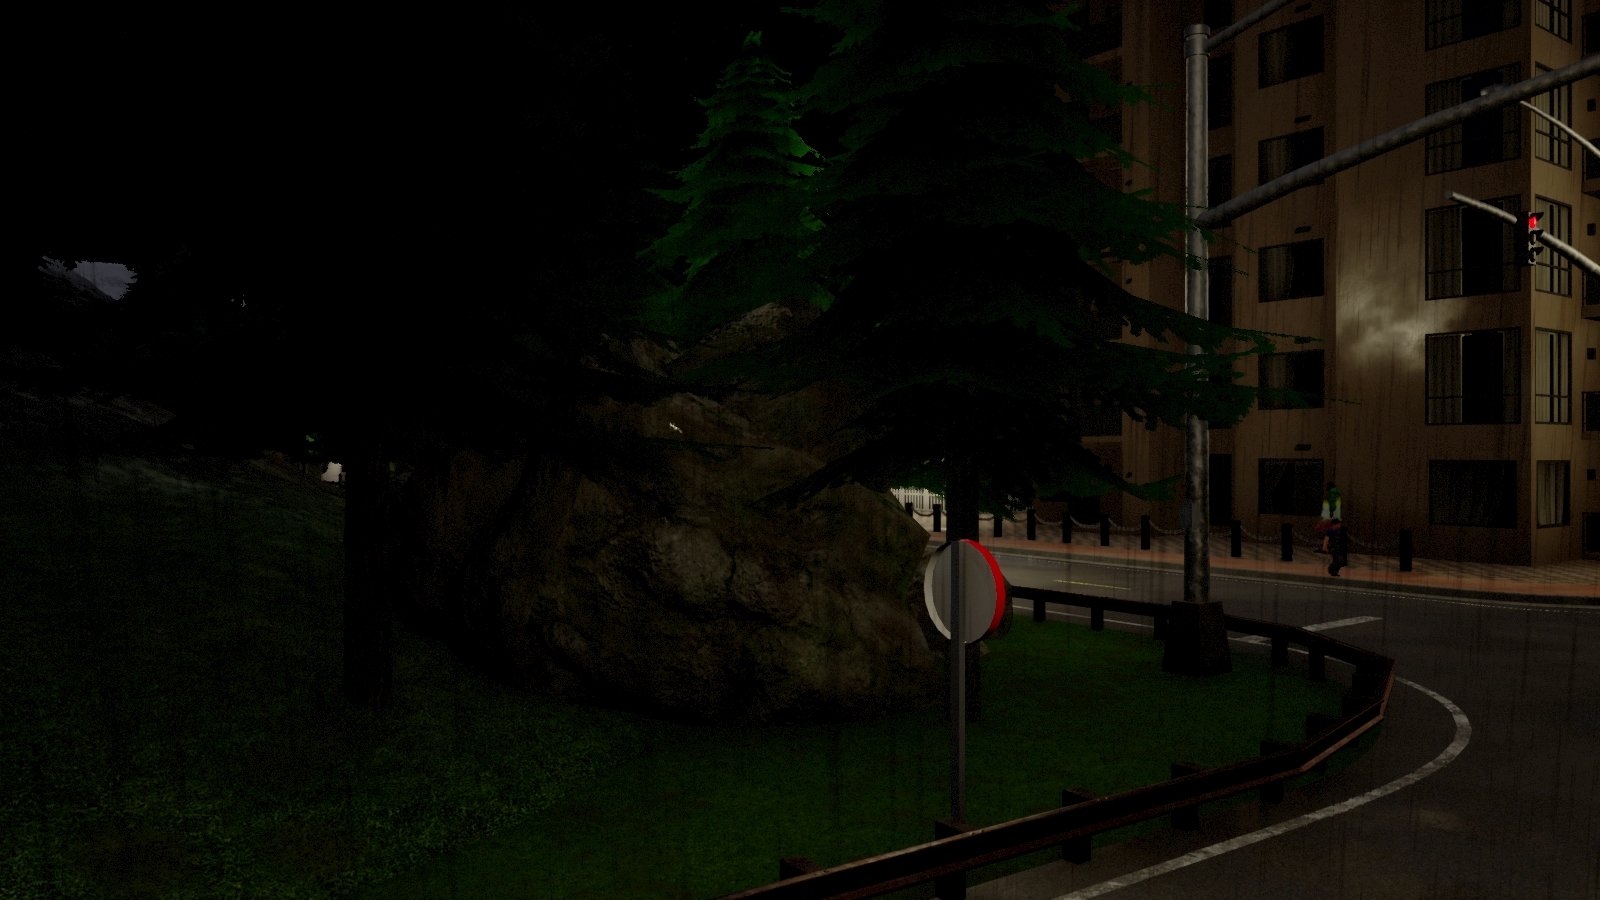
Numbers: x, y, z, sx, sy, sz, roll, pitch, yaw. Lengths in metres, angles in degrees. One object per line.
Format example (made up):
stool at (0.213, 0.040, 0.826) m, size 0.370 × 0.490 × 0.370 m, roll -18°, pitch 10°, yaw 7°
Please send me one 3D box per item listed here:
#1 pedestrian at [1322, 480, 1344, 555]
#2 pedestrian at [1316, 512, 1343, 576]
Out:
pedestrian at (13.357, 1.677, 28.637) m, size 0.375 × 1.860 × 0.375 m, roll 0°, pitch 0°, yaw -39°
pedestrian at (11.167, 1.974, 24.088) m, size 0.375 × 1.300 × 0.375 m, roll 0°, pitch 0°, yaw -34°
